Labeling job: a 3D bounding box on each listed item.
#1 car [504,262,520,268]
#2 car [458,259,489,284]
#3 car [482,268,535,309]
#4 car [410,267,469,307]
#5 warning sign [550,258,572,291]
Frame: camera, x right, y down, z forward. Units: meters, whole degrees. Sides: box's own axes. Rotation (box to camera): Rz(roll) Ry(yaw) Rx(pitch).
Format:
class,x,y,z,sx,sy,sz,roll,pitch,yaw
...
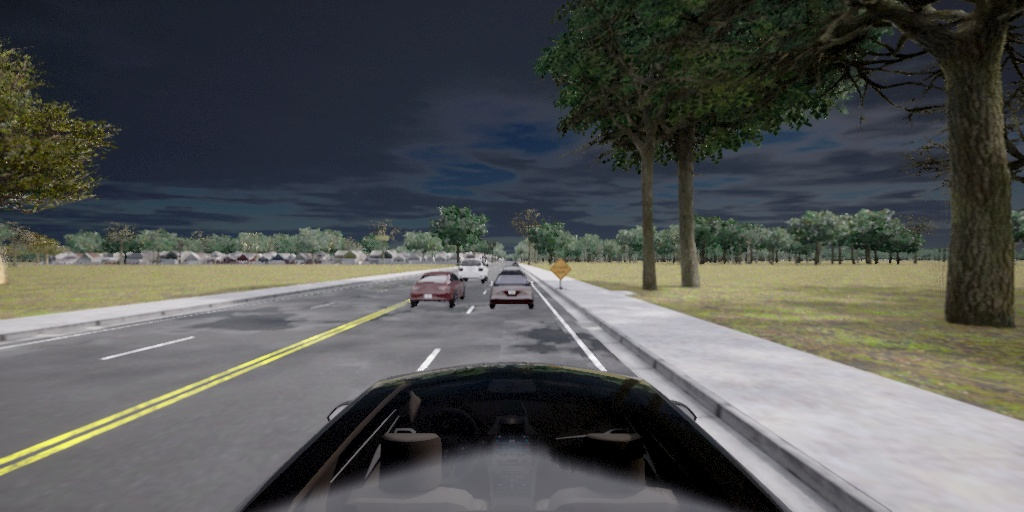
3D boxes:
class,x,y,z,sx,sy,sz,roll,pitch,yaw
car,-0.012,1.531,31.331,1.882,1.535,5.008,0,0,0
car,-3.266,1.265,30.884,2.150,2.045,5.566,0,0,0
car,-0.007,1.435,15.844,2.033,1.411,5.357,0,-1,0
car,-3.254,1.418,16.237,1.812,1.442,4.674,0,0,0
warning sign,2.839,1.055,20.859,1.300,1.860,1.060,0,0,0
